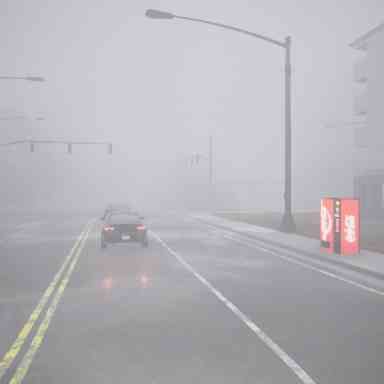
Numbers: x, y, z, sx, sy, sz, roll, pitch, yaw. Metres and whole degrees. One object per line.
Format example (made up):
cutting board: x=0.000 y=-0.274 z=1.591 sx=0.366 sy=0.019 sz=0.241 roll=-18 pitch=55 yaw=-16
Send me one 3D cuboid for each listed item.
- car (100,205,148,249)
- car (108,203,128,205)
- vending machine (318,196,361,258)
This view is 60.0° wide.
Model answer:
car: x=-3.027 y=1.526 z=14.638 sx=1.812 sy=1.442 sz=4.674 roll=0 pitch=0 yaw=-14
car: x=-5.250 y=1.478 z=23.414 sx=1.882 sy=1.535 sz=5.008 roll=0 pitch=0 yaw=-14
vending machine: x=5.230 y=1.195 z=11.823 sx=1.100 sy=2.100 sz=0.880 roll=0 pitch=0 yaw=-14
